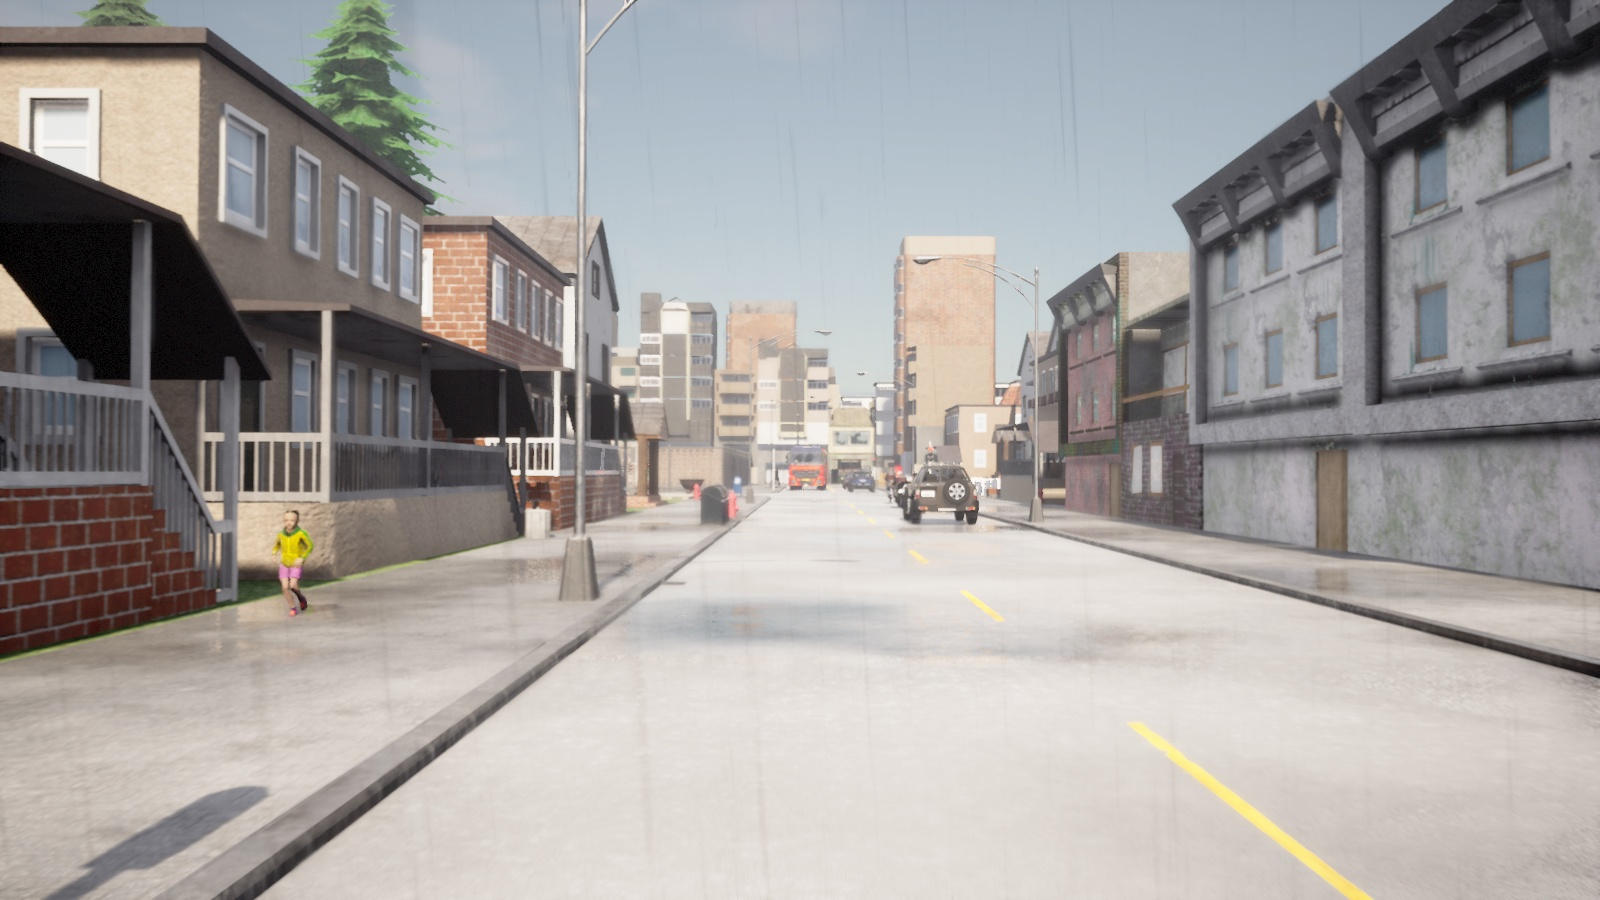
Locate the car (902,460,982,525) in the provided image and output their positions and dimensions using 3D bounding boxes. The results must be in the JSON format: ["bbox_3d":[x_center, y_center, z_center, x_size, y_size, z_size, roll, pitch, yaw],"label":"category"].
[{"bbox_3d":[4.250,1.247,38.300,1.932,1.855,4.605,0,-1,0],"label":"car"}]

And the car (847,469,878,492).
[{"bbox_3d":[4.644,2.278,93.903,2.033,1.649,4.856,0,-1,0],"label":"car"}]

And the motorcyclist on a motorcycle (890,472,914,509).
[{"bbox_3d":[4.352,1.718,53.572,0.866,1.530,2.191,0,-1,0],"label":"motorcyclist on a motorcycle"}]

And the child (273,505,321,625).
[{"bbox_3d":[-4.989,1.129,12.460,0.299,1.160,0.473,0,-1,-2],"label":"child"}]
